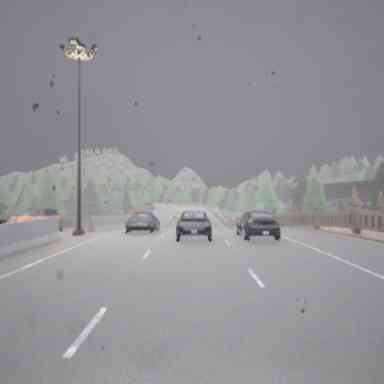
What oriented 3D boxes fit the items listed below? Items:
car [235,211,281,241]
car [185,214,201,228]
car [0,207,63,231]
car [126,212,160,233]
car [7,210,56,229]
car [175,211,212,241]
[{"bbox_3d":[3.603,1.825,18.669,1.837,1.490,4.892,0,-2,0],"label":"car"},{"bbox_3d":[0.110,3.443,38.973,1.812,1.442,4.674,0,-6,0],"label":"car"},{"bbox_3d":[-10.591,1.873,22.721,2.097,1.767,4.553,0,-3,0],"label":"car"},{"bbox_3d":[-3.395,2.128,23.547,1.994,1.385,4.181,0,-3,0],"label":"car"},{"bbox_3d":[-14.086,2.473,29.617,1.882,1.535,5.008,0,-5,0],"label":"car"},{"bbox_3d":[0.103,1.820,18.739,2.128,1.511,4.902,0,-2,0],"label":"car"}]
